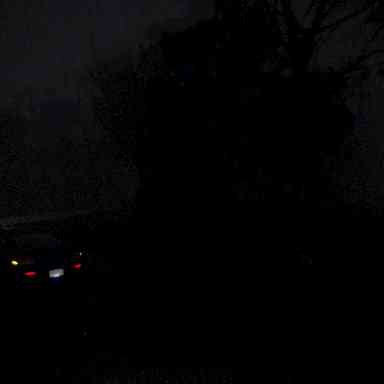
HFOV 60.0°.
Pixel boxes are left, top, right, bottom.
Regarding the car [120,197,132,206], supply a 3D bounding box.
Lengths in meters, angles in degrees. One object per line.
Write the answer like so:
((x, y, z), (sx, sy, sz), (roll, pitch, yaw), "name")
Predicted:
((-12.417, 1.750, 63.738), (2.128, 1.511, 4.902), (-2, 1, 2), "car")

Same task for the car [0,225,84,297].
((-4.561, 1.607, 8.841), (1.812, 1.442, 4.674), (0, 0, -45), "car")
